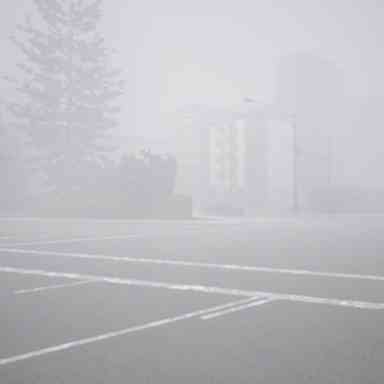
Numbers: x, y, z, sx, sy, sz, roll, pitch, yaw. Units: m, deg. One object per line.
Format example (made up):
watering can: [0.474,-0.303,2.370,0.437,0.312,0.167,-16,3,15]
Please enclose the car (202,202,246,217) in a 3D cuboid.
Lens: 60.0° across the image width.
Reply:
car: [3.135,1.688,33.079,1.895,1.301,4.718,0,0,-35]
